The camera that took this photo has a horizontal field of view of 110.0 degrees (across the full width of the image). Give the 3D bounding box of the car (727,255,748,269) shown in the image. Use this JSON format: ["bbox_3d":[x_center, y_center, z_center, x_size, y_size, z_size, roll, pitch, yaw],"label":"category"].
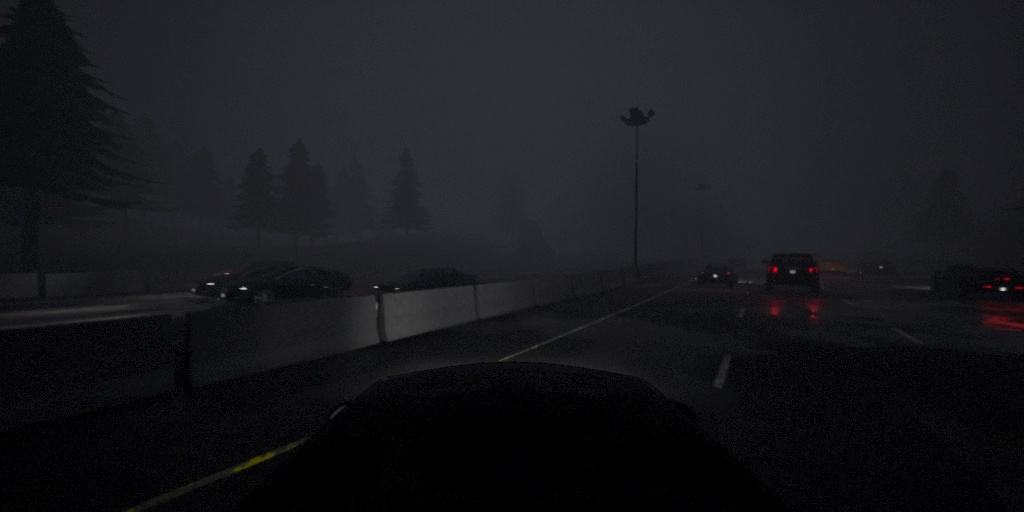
[{"bbox_3d":[26.314,0.631,41.903,1.882,1.535,5.008,0,2,35],"label":"car"}]

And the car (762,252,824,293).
[{"bbox_3d":[15.256,0.820,19.748,2.150,2.045,5.566,0,1,35],"label":"car"}]

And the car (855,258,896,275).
[{"bbox_3d":[31.924,0.861,31.557,1.994,1.385,4.181,0,1,35],"label":"car"}]

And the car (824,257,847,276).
[{"bbox_3d":[27.203,0.831,30.878,1.882,1.535,5.008,0,1,35],"label":"car"}]

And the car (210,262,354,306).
[{"bbox_3d":[-9.324,1.187,15.314,2.128,1.511,4.902,0,0,35],"label":"car"}]

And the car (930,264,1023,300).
[{"bbox_3d":[21.800,1.100,16.906,1.837,1.490,4.892,0,1,35],"label":"car"}]

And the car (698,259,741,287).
[{"bbox_3d":[13.198,1.134,22.928,1.994,1.385,4.181,0,1,35],"label":"car"}]

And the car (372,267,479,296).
[{"bbox_3d":[-3.837,1.228,17.099,2.033,1.411,5.357,0,0,35],"label":"car"}]

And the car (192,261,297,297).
[{"bbox_3d":[-12.192,1.178,17.321,2.128,1.511,4.902,0,0,35],"label":"car"}]
